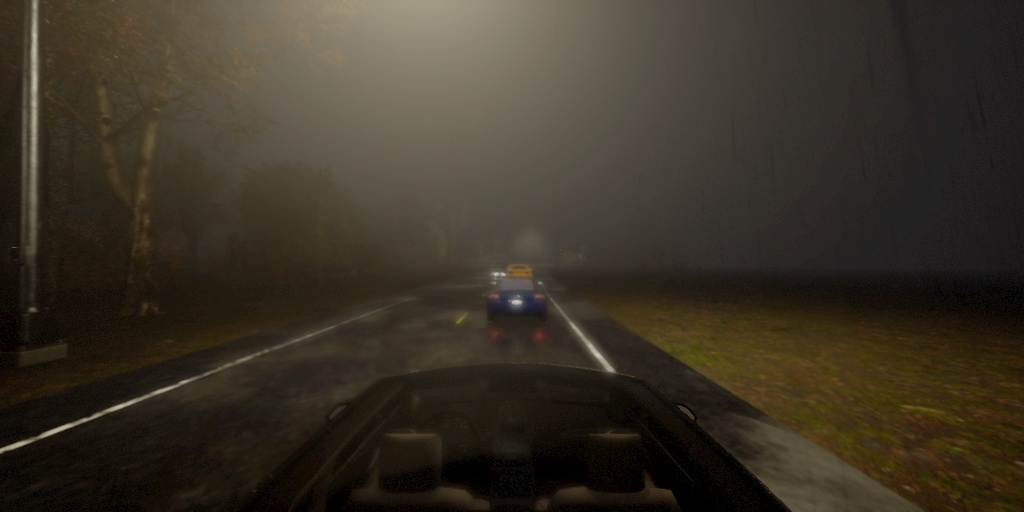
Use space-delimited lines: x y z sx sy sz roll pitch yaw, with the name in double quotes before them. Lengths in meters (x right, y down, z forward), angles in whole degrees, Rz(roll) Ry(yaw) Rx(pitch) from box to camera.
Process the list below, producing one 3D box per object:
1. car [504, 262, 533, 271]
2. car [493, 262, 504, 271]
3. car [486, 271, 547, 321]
"car" 0.642 1.427 29.014 1.882 1.535 5.008 0 0 3
"car" -1.655 1.601 52.773 2.128 1.511 4.902 0 0 5
"car" 0.189 1.398 12.974 1.994 1.385 4.181 0 0 1
